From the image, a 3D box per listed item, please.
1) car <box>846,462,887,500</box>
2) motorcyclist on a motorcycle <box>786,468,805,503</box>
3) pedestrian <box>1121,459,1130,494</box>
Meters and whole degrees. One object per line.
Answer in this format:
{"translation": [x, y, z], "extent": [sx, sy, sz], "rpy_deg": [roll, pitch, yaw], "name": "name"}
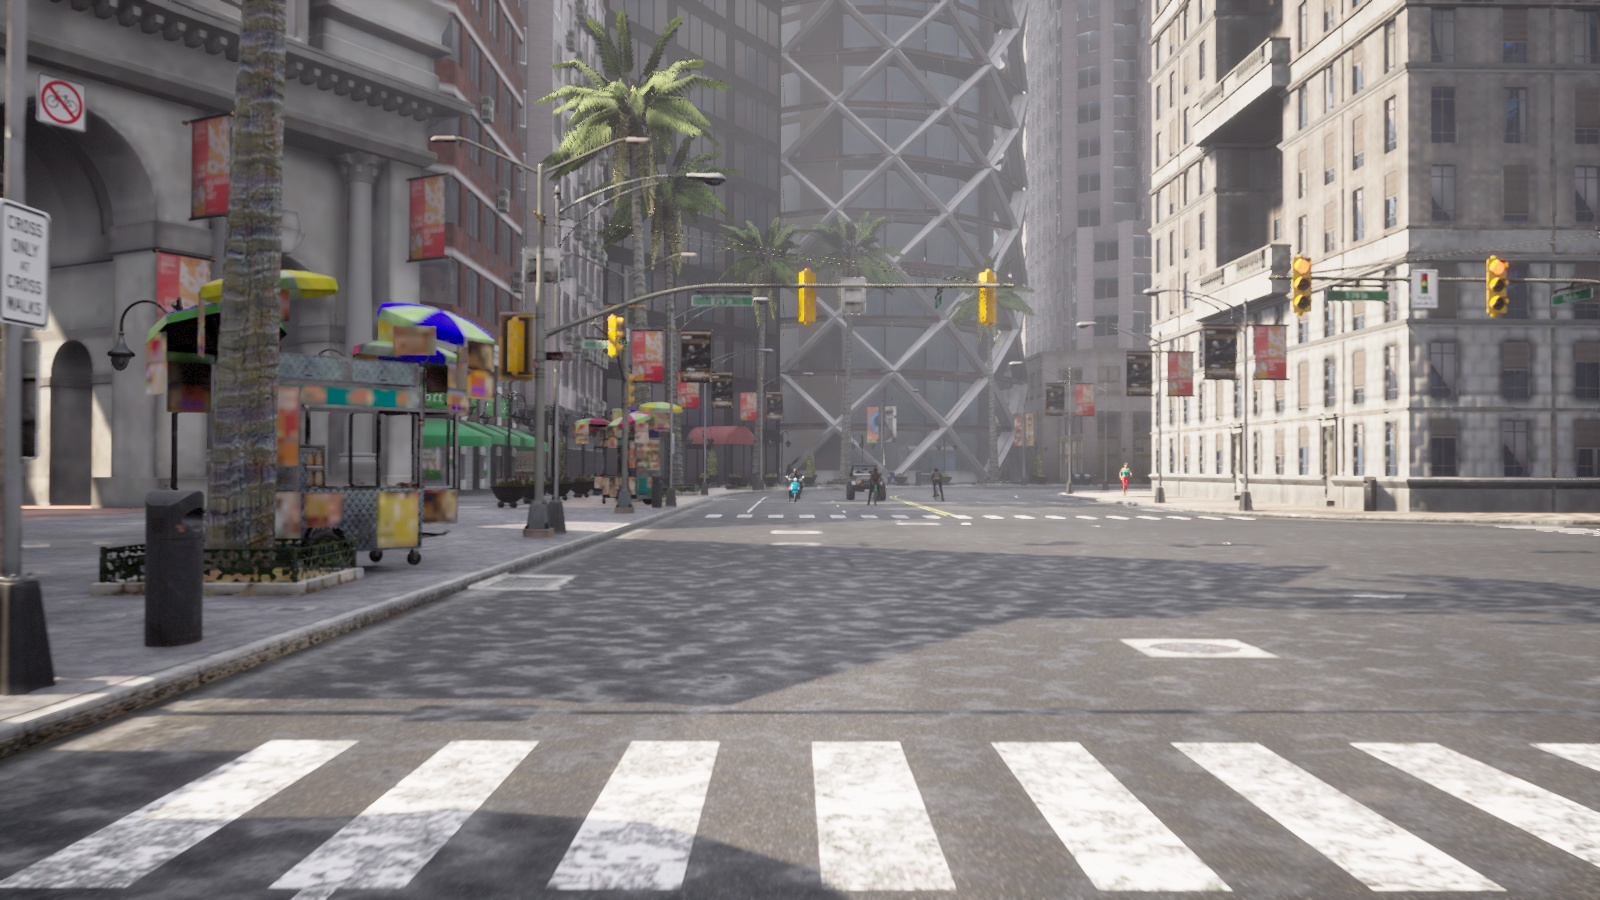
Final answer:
{"translation": [3.358, 1.560, 63.926], "extent": [1.905, 1.878, 3.866], "rpy_deg": [0, -1, 0], "name": "car"}
{"translation": [-0.209, 1.660, 59.197], "extent": [0.866, 1.590, 1.817], "rpy_deg": [0, -1, 0], "name": "motorcyclist on a motorcycle"}
{"translation": [17.290, 1.408, 66.727], "extent": [0.345, 1.836, 0.594], "rpy_deg": [0, -1, 2], "name": "pedestrian"}
